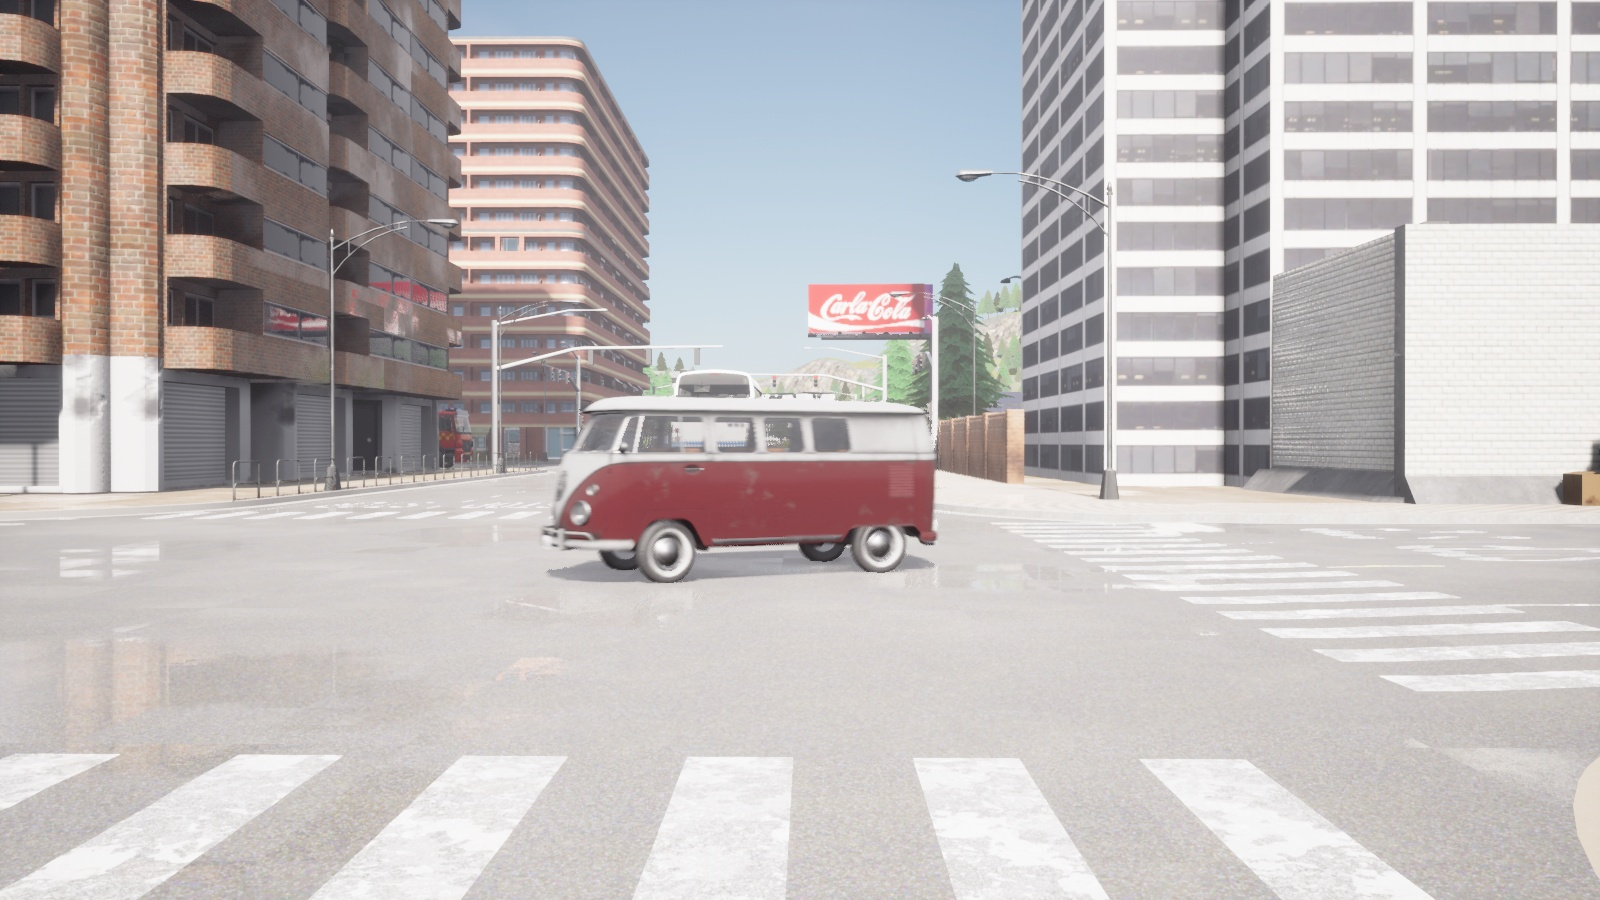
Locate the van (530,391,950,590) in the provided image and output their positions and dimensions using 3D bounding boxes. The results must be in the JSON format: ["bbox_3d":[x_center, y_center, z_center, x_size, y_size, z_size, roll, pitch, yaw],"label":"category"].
[{"bbox_3d":[-0.659,0.402,14.325,4.442,1.987,1.775,0,0,-26],"label":"van"}]

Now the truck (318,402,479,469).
[{"bbox_3d":[-23.283,-0.850,73.108,8.468,3.827,2.891,0,0,1],"label":"truck"}]

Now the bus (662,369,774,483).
[{"bbox_3d":[-3.180,-0.928,52.331,3.944,4.253,10.273,0,0,0],"label":"bus"}]
